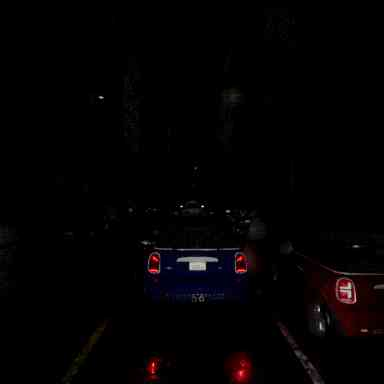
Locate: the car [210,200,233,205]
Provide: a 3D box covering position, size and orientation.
[{"bbox_3d":[2.858,1.569,28.534,1.947,1.339,4.313,0,0,0],"label":"car"}]

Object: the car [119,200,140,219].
[{"bbox_3d":[-5.668,1.443,28.535,1.967,1.590,4.097,0,0,0],"label":"car"}]

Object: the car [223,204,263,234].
[{"bbox_3d":[2.856,1.552,17.531,2.008,1.369,4.403,0,0,0],"label":"car"}]

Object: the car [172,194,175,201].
[{"bbox_3d":[-5.607,1.616,76.455,2.008,1.369,4.403,0,0,0],"label":"car"}]

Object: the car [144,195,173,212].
[{"bbox_3d":[-2.998,1.221,29.308,1.837,1.490,4.892,0,0,0],"label":"car"}]

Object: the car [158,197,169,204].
[{"bbox_3d":[-5.628,1.625,65.638,1.802,1.307,4.206,0,0,0],"label":"car"}]

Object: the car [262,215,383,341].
[{"bbox_3d":[2.855,1.440,6.528,1.967,1.590,4.097,0,0,0],"label":"car"}]

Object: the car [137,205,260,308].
[{"bbox_3d":[0.100,1.352,8.097,2.097,1.767,4.553,0,0,0],"label":"car"}]

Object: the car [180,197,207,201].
[{"bbox_3d":[0.003,1.459,27.399,1.801,1.575,5.366,0,0,0],"label":"car"}]

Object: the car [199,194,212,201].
[{"bbox_3d":[2.896,1.484,65.624,1.967,1.590,4.097,0,0,0],"label":"car"}]

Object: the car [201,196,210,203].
[{"bbox_3d":[2.907,1.579,71.203,1.752,1.417,4.829,0,0,0],"label":"car"}]

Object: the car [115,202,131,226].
[{"bbox_3d":[-5.669,1.584,23.034,1.802,1.307,4.206,0,0,0],"label":"car"}]

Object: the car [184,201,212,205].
[{"bbox_3d":[0.098,1.479,17.377,1.882,1.535,5.008,0,0,0],"label":"car"}]

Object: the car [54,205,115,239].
[{"bbox_3d":[-5.669,1.567,17.532,1.947,1.339,4.313,0,0,0],"label":"car"}]

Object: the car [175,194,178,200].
[{"bbox_3d":[-5.576,1.637,92.510,1.752,1.417,4.829,0,0,0],"label":"car"}]
